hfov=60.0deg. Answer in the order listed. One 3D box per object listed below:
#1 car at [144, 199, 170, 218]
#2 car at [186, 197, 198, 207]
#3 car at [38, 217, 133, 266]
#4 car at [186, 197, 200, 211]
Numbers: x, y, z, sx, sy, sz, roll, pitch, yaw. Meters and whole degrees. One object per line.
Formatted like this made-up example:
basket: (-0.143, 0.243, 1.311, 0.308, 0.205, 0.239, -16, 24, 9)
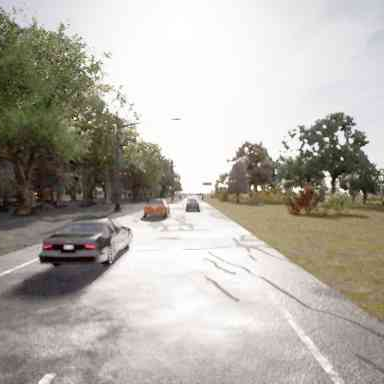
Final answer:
car: (-3.268, 1.441, 31.806, 2.097, 1.767, 4.553, 0, 0, 1)
car: (0.005, 1.671, 57.652, 1.837, 1.490, 4.892, 0, 0, 0)
car: (-3.402, 1.580, 11.676, 2.033, 1.411, 5.357, 0, 0, 0)
car: (0.103, 1.671, 43.464, 2.033, 1.411, 5.357, 0, 0, 0)
